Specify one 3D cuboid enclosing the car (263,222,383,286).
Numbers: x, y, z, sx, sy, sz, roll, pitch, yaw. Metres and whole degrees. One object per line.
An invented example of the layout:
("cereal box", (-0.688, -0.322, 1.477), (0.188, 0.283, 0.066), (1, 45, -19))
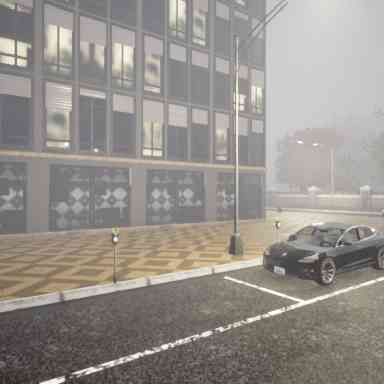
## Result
("car", (3.930, 1.562, 9.447), (4.313, 1.339, 1.947), (0, 0, -35))
